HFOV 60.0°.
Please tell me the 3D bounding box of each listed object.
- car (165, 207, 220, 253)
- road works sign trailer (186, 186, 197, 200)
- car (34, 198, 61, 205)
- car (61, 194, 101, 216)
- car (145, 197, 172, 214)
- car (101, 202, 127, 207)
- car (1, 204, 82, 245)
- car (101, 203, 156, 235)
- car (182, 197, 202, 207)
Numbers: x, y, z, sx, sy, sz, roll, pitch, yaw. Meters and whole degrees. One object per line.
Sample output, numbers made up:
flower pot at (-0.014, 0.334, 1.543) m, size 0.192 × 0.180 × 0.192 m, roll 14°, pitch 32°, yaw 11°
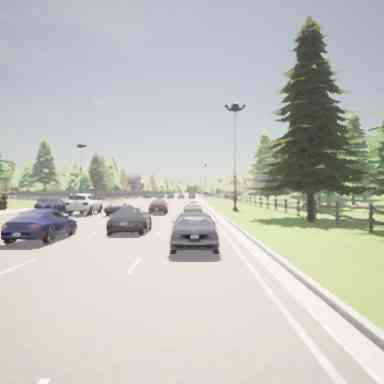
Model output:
car at (0.093, 1.540, 13.523) m, size 2.033 × 1.411 × 5.357 m, roll 0°, pitch 0°, yaw 0°
road works sign trailer at (-0.011, 0.422, 78.218) m, size 2.380 × 3.560 × 2.880 m, roll 0°, pitch 0°, yaw 0°
car at (-13.909, 1.334, 33.181) m, size 2.097 × 1.767 × 4.553 m, roll 0°, pitch 0°, yaw 0°
car at (-10.406, 1.204, 32.481) m, size 2.150 × 2.045 × 5.566 m, roll 0°, pitch 0°, yaw 0°
car at (-3.419, 1.507, 34.423) m, size 1.812 × 1.442 × 4.674 m, roll 0°, pitch 0°, yaw 0°
car at (-6.908, 1.584, 31.849) m, size 1.895 × 1.301 × 4.718 m, roll 0°, pitch 0°, yaw 0°
car at (-6.912, 1.517, 15.420) m, size 1.812 × 1.442 × 4.674 m, roll 0°, pitch 0°, yaw 0°
car at (-3.406, 1.554, 18.622) m, size 1.994 × 1.385 × 4.181 m, roll 0°, pitch 0°, yaw 0°
car at (0.081, 1.507, 34.472) m, size 1.812 × 1.442 × 4.674 m, roll 0°, pitch 0°, yaw 0°
